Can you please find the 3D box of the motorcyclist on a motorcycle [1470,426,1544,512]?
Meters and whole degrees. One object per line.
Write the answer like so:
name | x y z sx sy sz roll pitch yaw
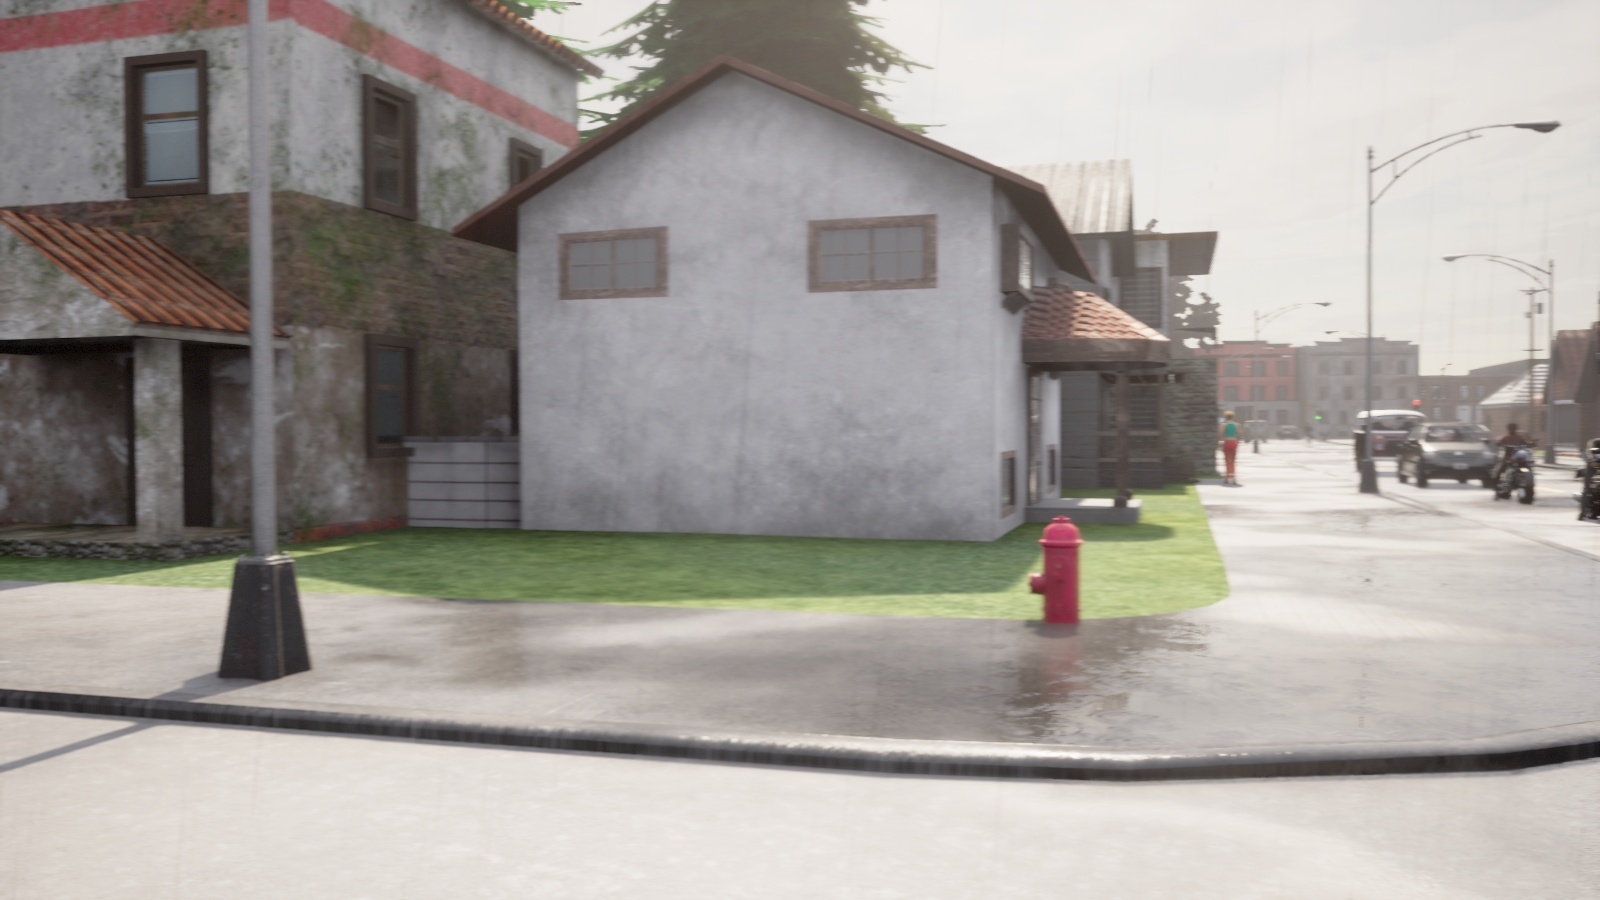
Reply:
motorcyclist on a motorcycle | 14.270 0.349 25.413 0.766 1.649 2.350 0 1 16

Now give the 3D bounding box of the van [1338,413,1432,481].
van | 18.658 -0.139 40.231 2.069 2.038 4.480 0 1 17

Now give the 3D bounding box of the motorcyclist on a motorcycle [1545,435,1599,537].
motorcyclist on a motorcycle | 12.648 0.530 19.940 0.866 1.530 2.191 0 1 16

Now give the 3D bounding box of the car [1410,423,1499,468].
car | 25.397 -0.224 48.903 2.152 1.651 5.027 0 1 17

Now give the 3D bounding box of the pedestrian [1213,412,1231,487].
pedestrian | 10.474 -0.010 31.172 0.345 1.836 0.594 0 1 14

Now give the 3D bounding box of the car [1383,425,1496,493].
car | 16.250 0.179 32.099 1.851 1.617 3.988 0 1 17

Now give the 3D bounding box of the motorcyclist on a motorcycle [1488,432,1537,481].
motorcyclist on a motorcycle | 22.849 0.184 40.305 0.866 1.530 2.191 0 1 16
